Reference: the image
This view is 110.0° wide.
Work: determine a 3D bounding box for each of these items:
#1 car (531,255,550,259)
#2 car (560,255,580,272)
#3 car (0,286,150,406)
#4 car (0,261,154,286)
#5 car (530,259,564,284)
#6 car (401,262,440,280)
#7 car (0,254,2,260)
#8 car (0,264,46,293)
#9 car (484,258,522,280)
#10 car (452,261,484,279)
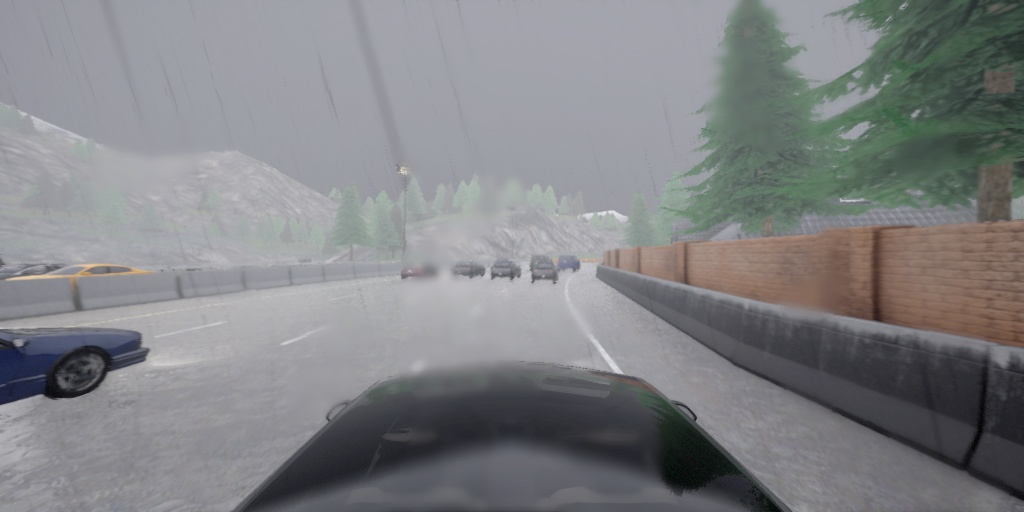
[{"bbox_3d":[3.889,0.892,46.419,2.150,2.045,5.566,0,0,18],"label":"car"},{"bbox_3d":[7.291,0.907,45.555,2.150,2.045,5.566,0,0,18],"label":"car"},{"bbox_3d":[-6.934,1.266,3.369,2.033,1.411,5.357,0,0,2],"label":"car"},{"bbox_3d":[-20.213,1.117,17.087,1.882,1.535,5.008,0,0,6],"label":"car"},{"bbox_3d":[2.580,1.198,27.014,2.128,1.511,4.902,0,0,10],"label":"car"},{"bbox_3d":[-7.547,1.224,29.994,1.994,1.385,4.181,0,0,11],"label":"car"},{"bbox_3d":[-30.613,0.807,18.599,2.150,2.045,5.566,0,0,6],"label":"car"},{"bbox_3d":[-27.159,1.174,17.974,1.994,1.385,4.181,0,0,6],"label":"car"},{"bbox_3d":[-0.418,1.180,29.903,2.128,1.511,4.902,0,0,12],"label":"car"},{"bbox_3d":[-3.691,1.165,31.334,2.128,1.511,4.902,0,0,11],"label":"car"}]
